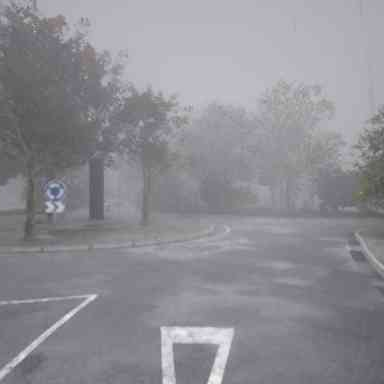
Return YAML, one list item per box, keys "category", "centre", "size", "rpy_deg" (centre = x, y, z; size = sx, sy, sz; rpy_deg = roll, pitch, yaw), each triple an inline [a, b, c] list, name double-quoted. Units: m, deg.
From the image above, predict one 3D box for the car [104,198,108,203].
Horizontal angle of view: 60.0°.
- category: "car"
  centre: [-22.521, 2.127, 85.274]
  size: [1.895, 1.301, 4.718]
  rpy_deg: [0, -1, -13]

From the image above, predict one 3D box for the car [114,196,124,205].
- category: "car"
  centre: [-17.126, 1.853, 77.627]
  size: [2.150, 2.045, 5.566]
  rpy_deg: [0, 0, -13]
